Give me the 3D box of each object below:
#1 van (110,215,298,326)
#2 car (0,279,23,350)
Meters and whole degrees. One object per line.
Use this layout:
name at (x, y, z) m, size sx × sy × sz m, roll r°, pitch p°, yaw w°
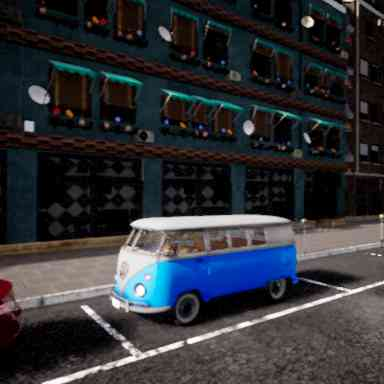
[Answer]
van at (0.425, 1.389, 6.870) m, size 3.998 × 1.788 × 1.690 m, roll 1°, pitch -1°, yaw -35°
car at (-4.186, 1.566, 3.579) m, size 4.206 × 1.307 × 1.802 m, roll 1°, pitch -1°, yaw -35°
